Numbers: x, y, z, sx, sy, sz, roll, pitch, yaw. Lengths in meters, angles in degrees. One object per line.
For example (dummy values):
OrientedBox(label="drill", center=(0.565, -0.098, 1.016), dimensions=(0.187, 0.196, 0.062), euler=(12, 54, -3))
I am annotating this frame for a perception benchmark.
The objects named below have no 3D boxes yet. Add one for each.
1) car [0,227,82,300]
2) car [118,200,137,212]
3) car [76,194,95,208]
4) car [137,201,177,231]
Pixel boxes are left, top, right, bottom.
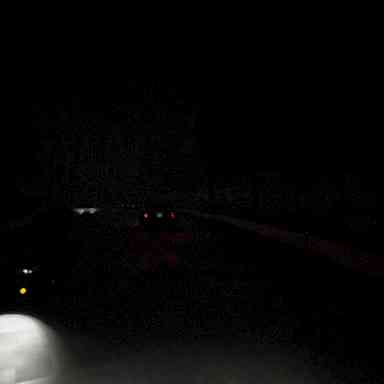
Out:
OrientedBox(label="car", center=(-4.137, 1.594, 8.310), dimensions=(1.994, 1.385, 4.181), euler=(0, 0, -5))
OrientedBox(label="car", center=(-7.565, 1.657, 39.968), dimensions=(2.033, 1.411, 5.357), euler=(0, 0, -21))
OrientedBox(label="car", center=(-16.377, 1.379, 50.989), dimensions=(2.150, 2.045, 5.566), euler=(0, 0, -25))
OrientedBox(label="car", center=(-2.267, 1.406, 21.335), dimensions=(2.097, 1.767, 4.553), euler=(0, 0, -10))
